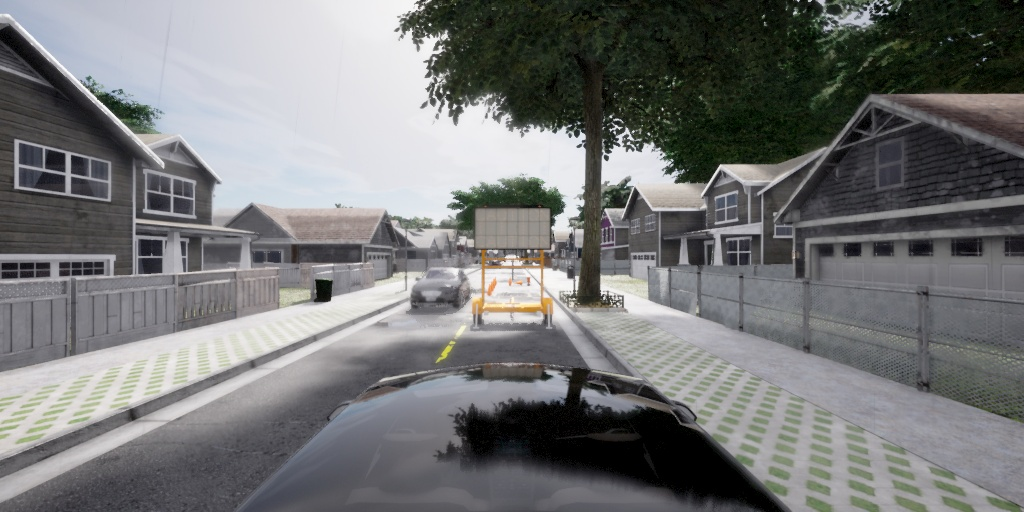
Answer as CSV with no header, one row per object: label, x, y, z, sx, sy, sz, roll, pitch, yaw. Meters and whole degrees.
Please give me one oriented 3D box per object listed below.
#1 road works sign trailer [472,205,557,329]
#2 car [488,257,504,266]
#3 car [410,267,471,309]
road works sign trailer,0.023,0.212,11.244,2.380,3.560,2.880,0,0,0
car,-2.735,1.250,56.800,1.994,1.385,4.181,0,0,0
car,-2.828,1.237,14.980,2.128,1.511,4.902,0,0,0
